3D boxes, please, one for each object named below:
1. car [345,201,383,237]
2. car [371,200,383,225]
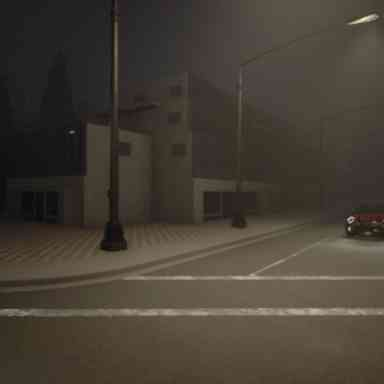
[{"bbox_3d":[9.588,1.380,17.575,2.097,1.767,4.553,0,0,35],"label":"car"},{"bbox_3d":[14.880,1.480,25.121,1.882,1.535,5.008,0,1,35],"label":"car"}]
